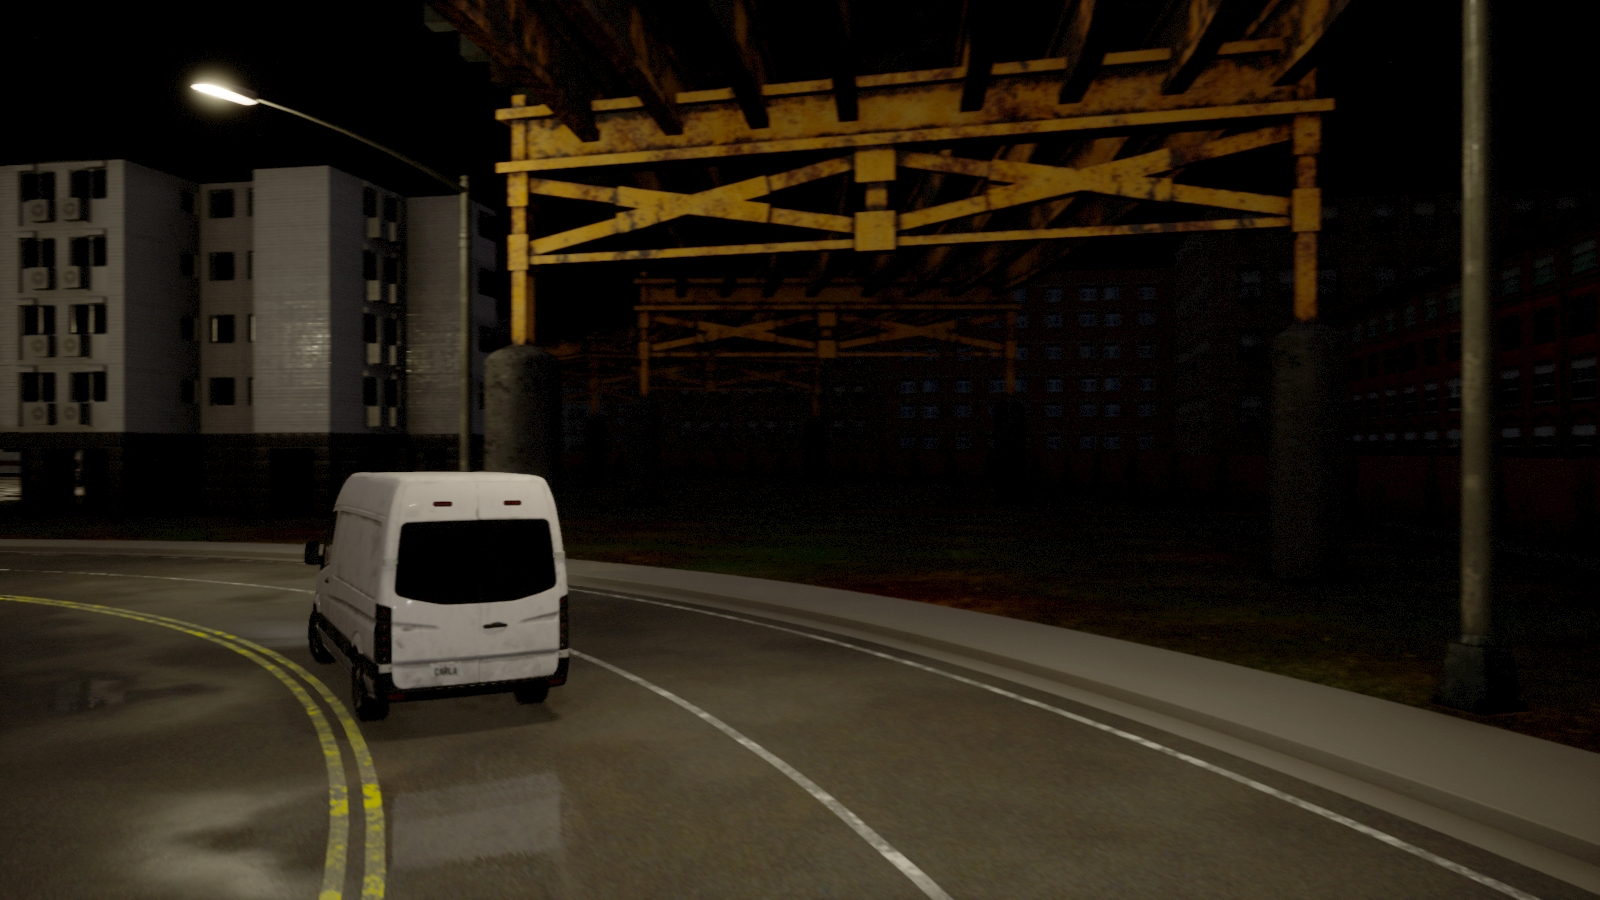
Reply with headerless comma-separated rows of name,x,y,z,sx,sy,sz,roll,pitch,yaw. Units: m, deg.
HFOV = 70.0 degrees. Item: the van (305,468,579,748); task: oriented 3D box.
van,-4.595,1.539,13.863,1.988,2.561,5.915,0,0,-29
